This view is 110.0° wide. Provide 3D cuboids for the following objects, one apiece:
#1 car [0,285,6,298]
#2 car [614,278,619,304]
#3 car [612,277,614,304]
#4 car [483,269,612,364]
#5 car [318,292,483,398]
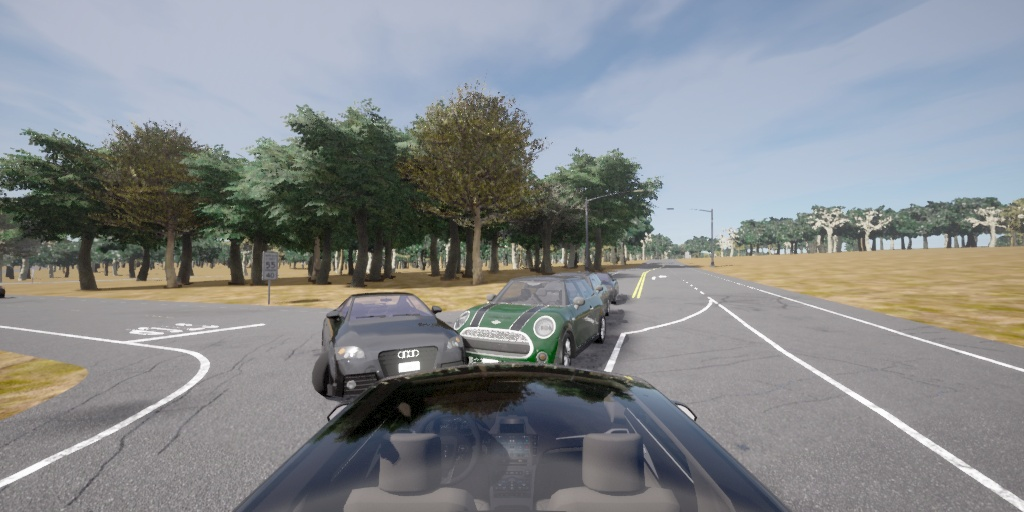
[{"bbox_3d":[-40.858,2.559,27.364,4.181,1.385,1.994,-2,-3,22],"label":"car"},{"bbox_3d":[4.220,1.508,17.844,1.994,1.385,4.181,-1,0,19],"label":"car"},{"bbox_3d":[2.026,1.344,12.117,2.097,1.767,4.553,-1,-1,21],"label":"car"},{"bbox_3d":[0.619,1.217,7.804,2.097,1.767,4.553,-1,-2,26],"label":"car"},{"bbox_3d":[-2.353,1.375,6.599,1.994,1.385,4.181,1,-2,-29],"label":"car"}]
